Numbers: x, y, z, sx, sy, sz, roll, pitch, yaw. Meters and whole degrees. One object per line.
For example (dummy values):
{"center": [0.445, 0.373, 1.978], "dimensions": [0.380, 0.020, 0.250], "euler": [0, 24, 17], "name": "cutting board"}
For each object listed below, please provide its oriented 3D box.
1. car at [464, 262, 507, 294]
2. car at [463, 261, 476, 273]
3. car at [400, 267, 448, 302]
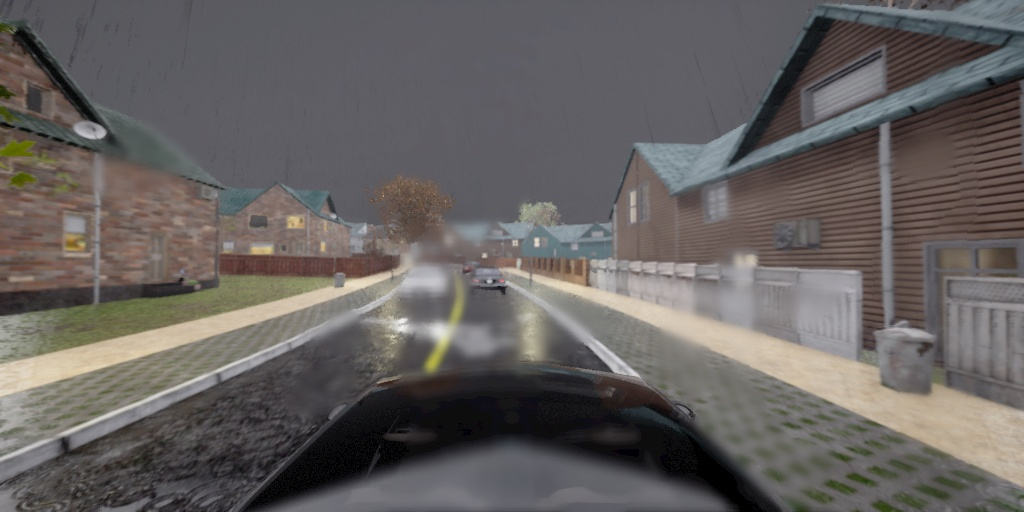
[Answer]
{"center": [-1.425, 1.244, 19.663], "dimensions": [2.033, 1.411, 5.357], "euler": [0, 0, -8], "name": "car"}
{"center": [-3.980, 1.182, 36.099], "dimensions": [1.895, 1.301, 4.718], "euler": [0, 0, -9], "name": "car"}
{"center": [-3.984, 1.241, 16.862], "dimensions": [1.812, 1.442, 4.674], "euler": [0, 0, -7], "name": "car"}
